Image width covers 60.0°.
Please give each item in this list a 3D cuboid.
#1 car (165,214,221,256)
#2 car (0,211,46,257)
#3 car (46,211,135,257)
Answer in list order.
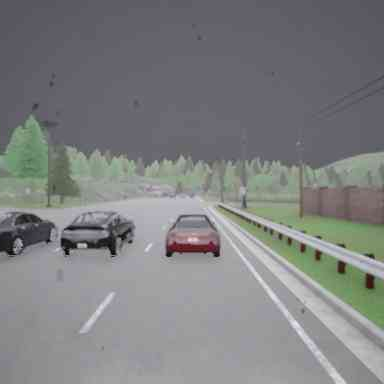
[{"bbox_3d":[0.048,1.561,13.127,1.994,1.385,4.181,0,0,0],"label":"car"},{"bbox_3d":[-6.953,1.503,12.981,1.837,1.490,4.892,0,0,0],"label":"car"},{"bbox_3d":[-3.454,1.488,12.966,2.128,1.511,4.902,0,0,1],"label":"car"}]
